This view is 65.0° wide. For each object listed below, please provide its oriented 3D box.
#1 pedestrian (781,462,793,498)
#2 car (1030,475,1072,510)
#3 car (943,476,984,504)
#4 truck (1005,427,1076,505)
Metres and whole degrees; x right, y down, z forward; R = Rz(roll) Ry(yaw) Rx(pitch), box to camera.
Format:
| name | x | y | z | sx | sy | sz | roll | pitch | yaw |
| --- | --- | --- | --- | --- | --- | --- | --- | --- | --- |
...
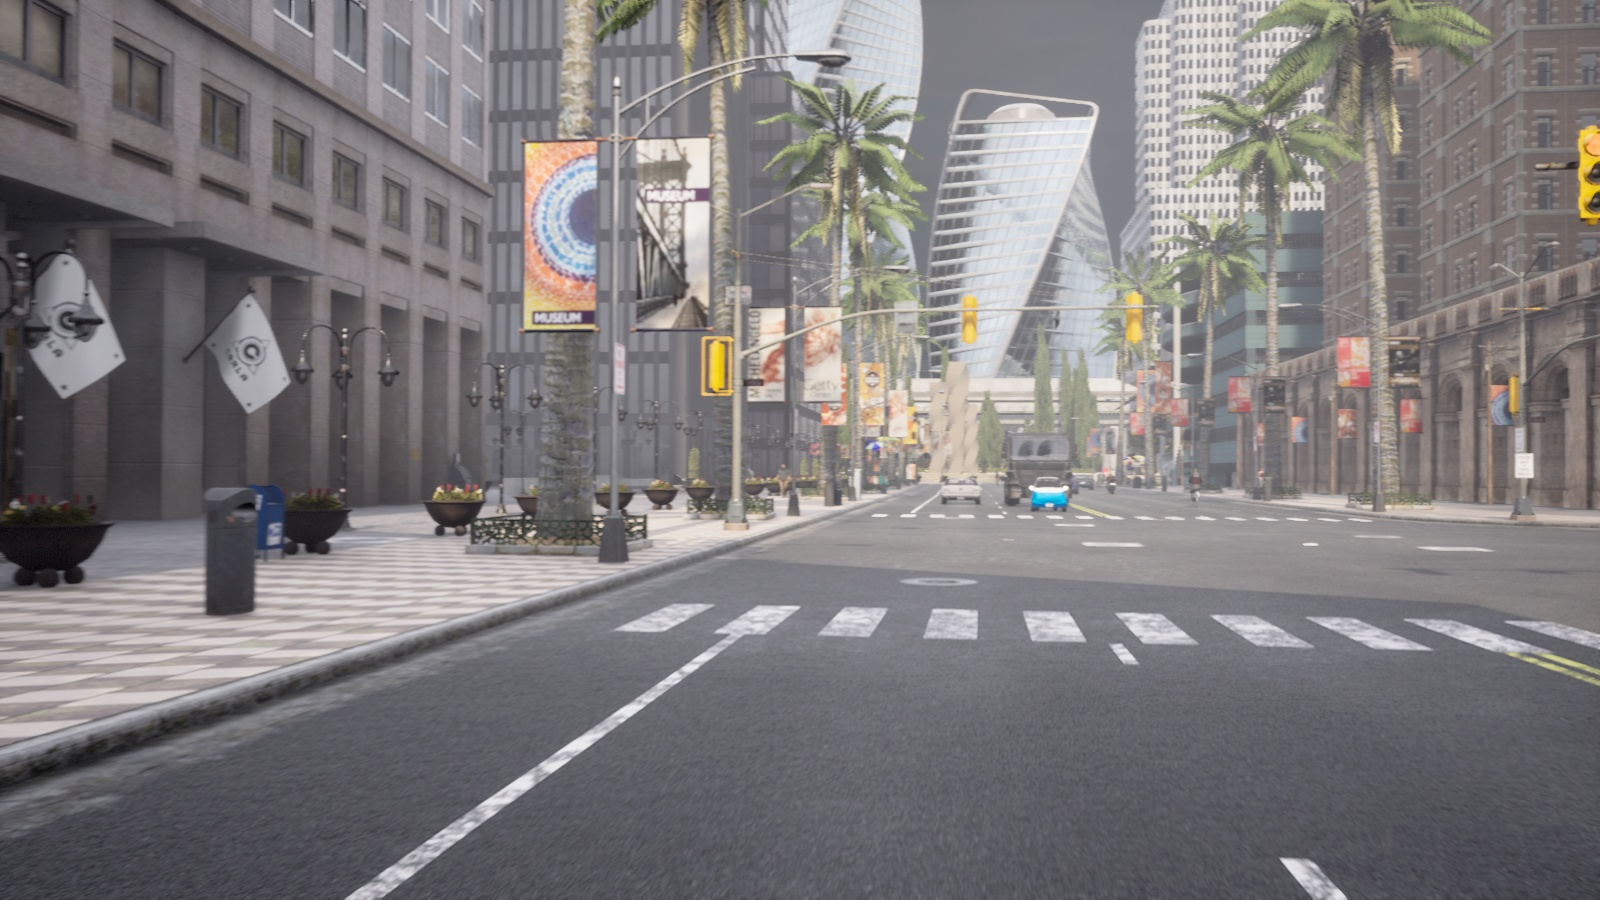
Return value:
| name | x | y | z | sx | sy | sz | roll | pitch | yaw |
| --- | --- | --- | --- | --- | --- | --- | --- | --- | --- |
| pedestrian | -0.680 | 1.554 | 64.834 | 0.540 | 1.848 | 0.694 | 0 | -1 | 8 |
| car | 10.011 | 1.678 | 50.197 | 1.481 | 1.376 | 2.207 | 0 | -1 | 8 |
| car | 7.921 | 1.903 | 60.622 | 1.895 | 1.301 | 4.718 | 0 | -1 | 8 |
| truck | 11.335 | 0.799 | 59.793 | 2.891 | 3.462 | 7.936 | 0 | -1 | 8 |
